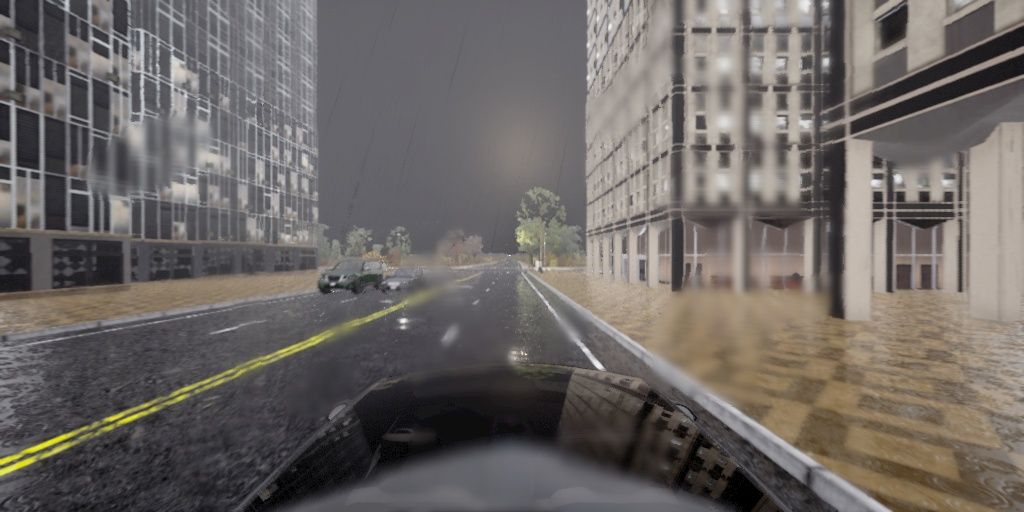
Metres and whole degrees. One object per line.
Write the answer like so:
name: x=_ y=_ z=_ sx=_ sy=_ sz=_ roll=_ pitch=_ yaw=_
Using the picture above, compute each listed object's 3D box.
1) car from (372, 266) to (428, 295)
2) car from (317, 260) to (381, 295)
car: x=-6.601 y=1.505 z=22.406 sx=2.128 sy=1.511 sz=4.902 roll=0 pitch=-1 yaw=0
car: x=-9.851 y=1.237 z=22.487 sx=2.150 sy=2.045 sz=5.566 roll=0 pitch=-1 yaw=0
